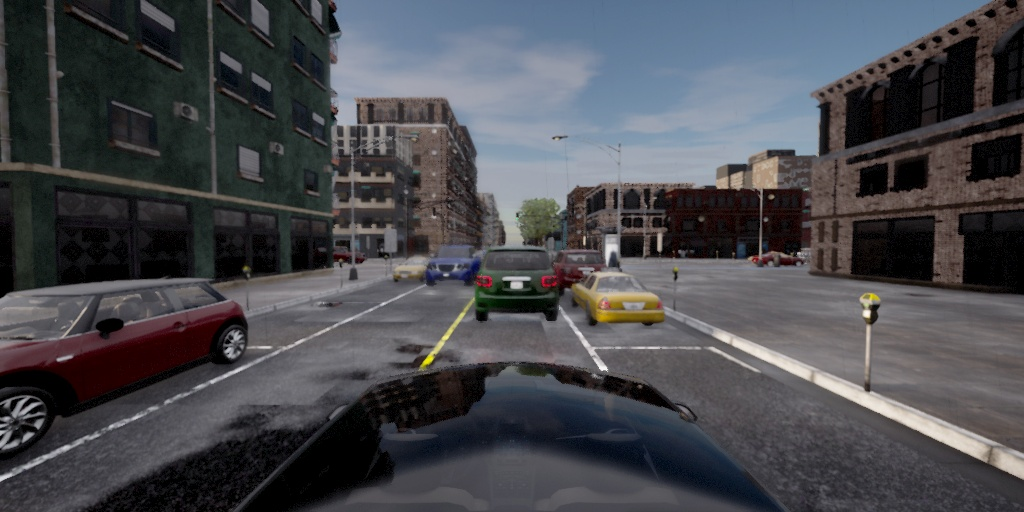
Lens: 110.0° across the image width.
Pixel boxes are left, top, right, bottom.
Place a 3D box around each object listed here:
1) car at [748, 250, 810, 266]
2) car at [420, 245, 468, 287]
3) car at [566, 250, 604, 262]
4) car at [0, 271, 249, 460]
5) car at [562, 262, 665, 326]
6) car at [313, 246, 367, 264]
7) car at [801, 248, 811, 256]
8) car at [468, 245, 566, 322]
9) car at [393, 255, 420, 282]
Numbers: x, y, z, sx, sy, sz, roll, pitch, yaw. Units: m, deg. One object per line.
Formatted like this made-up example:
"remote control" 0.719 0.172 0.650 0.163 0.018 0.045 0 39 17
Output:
"car" 26.332 0.353 35.599 4.507 1.381 1.888 0 0 0
"car" -2.981 0.425 19.145 2.150 2.045 5.566 0 2 1
"car" 2.765 0.625 15.709 2.192 1.841 5.009 0 0 0
"car" -5.676 1.097 4.682 1.967 1.591 4.097 0 0 0
"car" 2.736 1.009 10.342 1.751 1.417 4.829 0 0 0
"car" -17.092 -0.047 35.578 5.009 1.841 2.192 0 0 0
"car" 35.106 0.158 41.416 4.902 1.511 2.128 0 2 0
"car" 0.151 0.679 11.056 2.150 2.045 5.566 0 2 1
"car" -5.587 0.661 21.123 1.751 1.417 4.829 0 0 0
